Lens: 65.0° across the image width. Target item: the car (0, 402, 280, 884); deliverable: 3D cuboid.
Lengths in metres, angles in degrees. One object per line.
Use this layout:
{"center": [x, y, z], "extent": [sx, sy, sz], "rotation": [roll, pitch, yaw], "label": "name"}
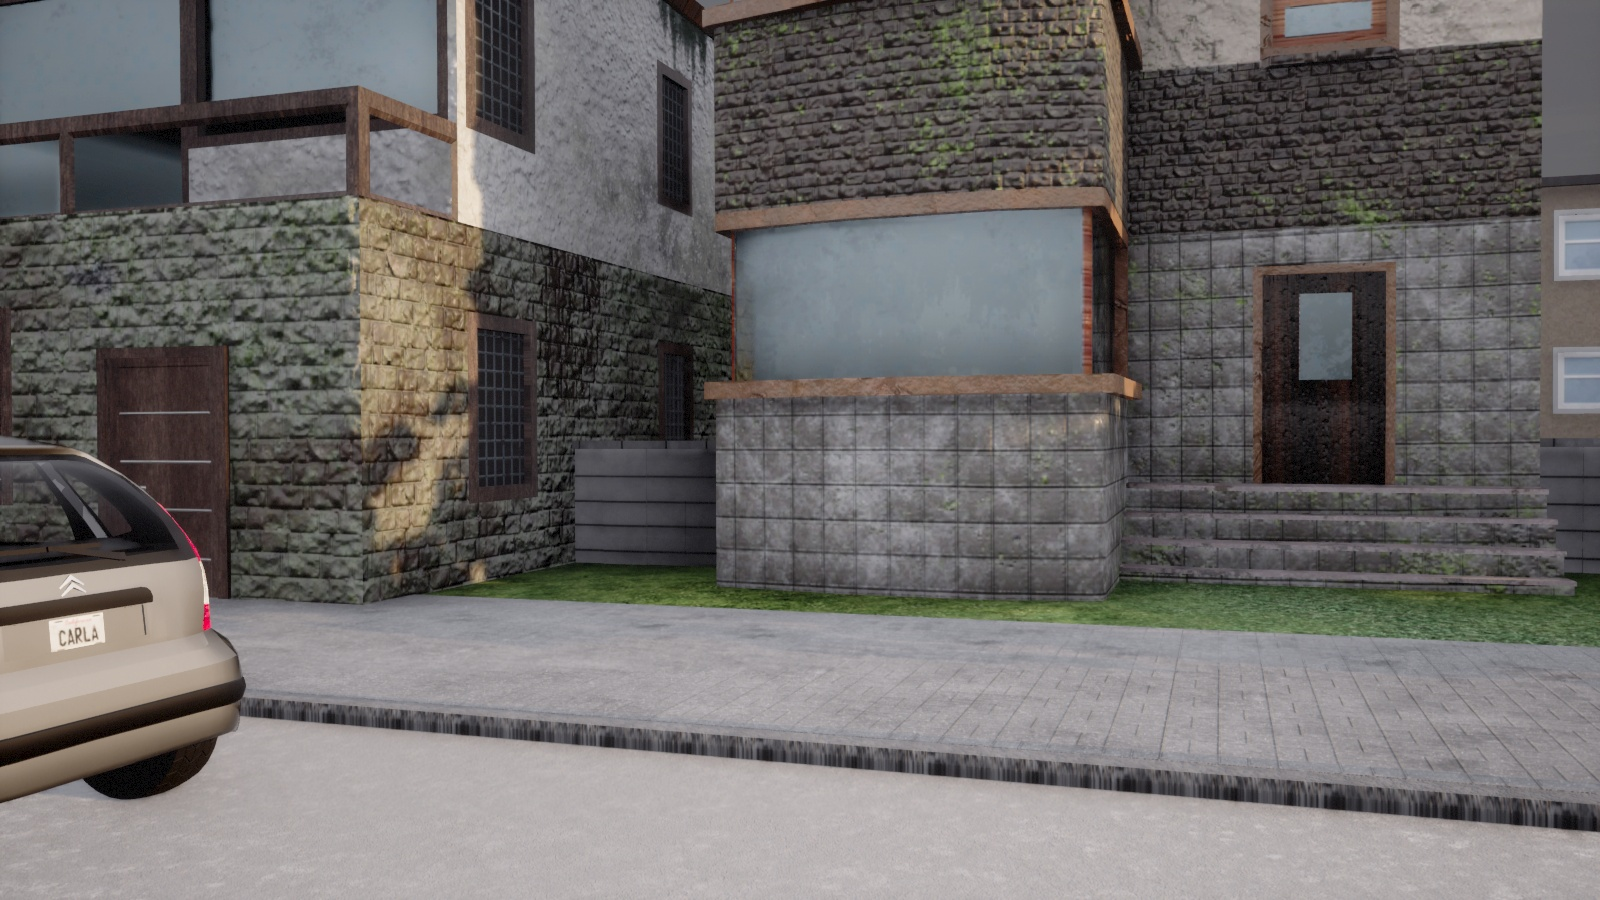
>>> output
{"center": [-4.446, 0.625, 5.213], "extent": [3.988, 1.617, 1.851], "rotation": [1, 1, 19], "label": "car"}
